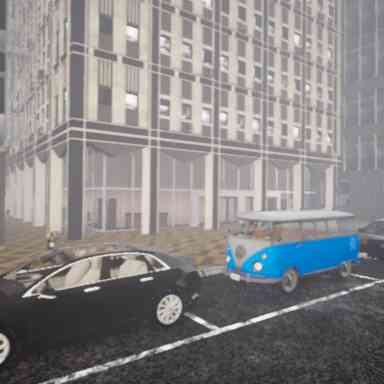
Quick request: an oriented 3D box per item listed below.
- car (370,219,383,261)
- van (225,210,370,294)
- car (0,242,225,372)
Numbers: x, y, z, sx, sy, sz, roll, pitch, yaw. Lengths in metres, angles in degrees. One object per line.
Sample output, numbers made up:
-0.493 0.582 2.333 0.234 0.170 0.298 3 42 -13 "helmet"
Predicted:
7.208 1.644 11.880 4.313 1.339 1.947 0 0 -36 "car"
2.685 1.385 8.648 3.998 1.788 1.690 0 0 -36 "van"
-1.843 1.560 5.418 4.403 1.369 2.008 0 0 -36 "car"
